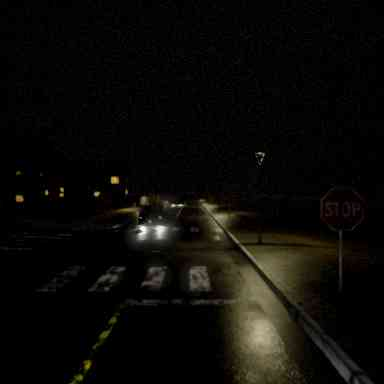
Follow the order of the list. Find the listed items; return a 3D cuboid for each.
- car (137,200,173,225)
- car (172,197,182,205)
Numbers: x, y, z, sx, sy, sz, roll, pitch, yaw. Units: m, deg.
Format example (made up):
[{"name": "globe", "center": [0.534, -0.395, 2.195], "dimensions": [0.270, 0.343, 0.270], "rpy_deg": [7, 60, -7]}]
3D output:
[{"name": "car", "center": [-2.784, 1.598, 24.847], "dimensions": [2.033, 1.411, 5.357], "rpy_deg": [0, 0, 0]}, {"name": "car", "center": [-2.808, 1.634, 60.204], "dimensions": [1.994, 1.385, 4.181], "rpy_deg": [0, 0, 0]}]
